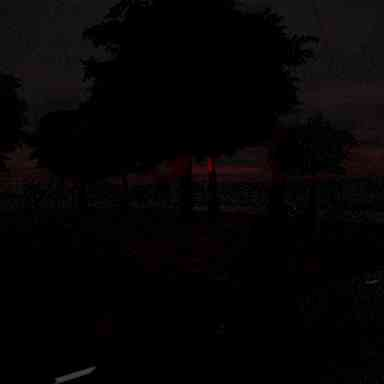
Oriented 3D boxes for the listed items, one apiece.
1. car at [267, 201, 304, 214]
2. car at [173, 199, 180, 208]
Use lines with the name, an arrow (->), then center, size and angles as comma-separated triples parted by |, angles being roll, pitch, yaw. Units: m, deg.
car -> 10.799, 1.756, 38.860 | 1.812, 1.442, 4.674 | -3, 1, -31
car -> -1.793, 2.060, 60.740 | 1.882, 1.535, 5.008 | -3, 0, -28
